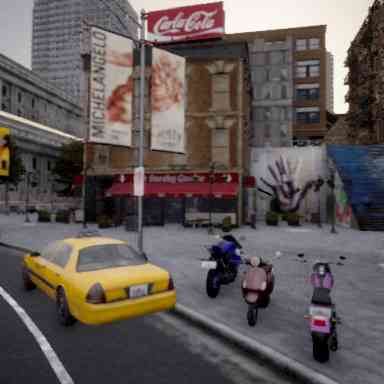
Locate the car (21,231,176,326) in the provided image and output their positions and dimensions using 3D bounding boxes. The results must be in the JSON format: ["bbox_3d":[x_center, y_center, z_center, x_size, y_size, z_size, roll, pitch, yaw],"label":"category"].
[{"bbox_3d":[-2.472,1.653,7.546,1.801,1.575,5.366,2,-2,-38],"label":"car"}]
